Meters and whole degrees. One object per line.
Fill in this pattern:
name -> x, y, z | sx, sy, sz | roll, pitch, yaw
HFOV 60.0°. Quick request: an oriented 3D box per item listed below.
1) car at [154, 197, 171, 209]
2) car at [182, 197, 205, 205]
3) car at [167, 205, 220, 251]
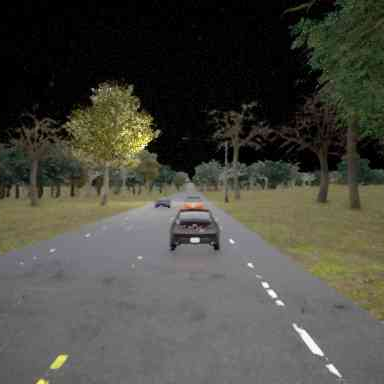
car -> -3.578, 1.303, 41.389 | 2.033, 1.411, 5.357 | 0, 1, 0
car -> 0.111, 1.197, 30.658 | 2.097, 1.767, 4.553 | 0, 1, 0
car -> 0.106, 1.446, 13.746 | 1.837, 1.490, 4.892 | 0, -1, 0
